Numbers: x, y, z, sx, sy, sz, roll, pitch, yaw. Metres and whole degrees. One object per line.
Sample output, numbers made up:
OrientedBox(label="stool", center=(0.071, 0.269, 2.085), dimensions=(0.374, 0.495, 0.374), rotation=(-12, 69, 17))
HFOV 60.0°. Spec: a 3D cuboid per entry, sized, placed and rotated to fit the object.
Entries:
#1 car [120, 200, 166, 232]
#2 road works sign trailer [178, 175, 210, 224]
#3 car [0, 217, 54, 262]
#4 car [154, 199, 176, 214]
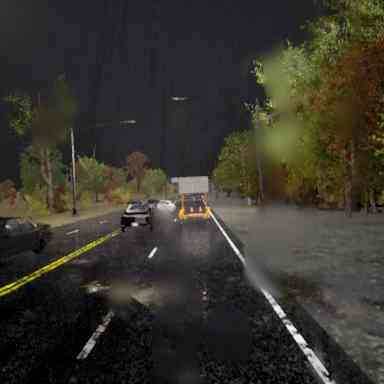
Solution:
OrientedBox(label="car", center=(-2.977, 1.476, 19.932), dimensions=(2.128, 1.511, 4.902), rotation=(0, 0, 0))
OrientedBox(label="road works sign trailer", center=(0.166, 0.511, 25.881), dimensions=(2.380, 3.560, 2.880), rotation=(-3, 0, 1))
OrientedBox(label="car", center=(-6.477, 1.555, 11.026), dimensions=(2.033, 1.411, 5.357), rotation=(0, 0, 1))
OrientedBox(label="car", center=(-2.829, 1.647, 36.547), dimensions=(1.812, 1.442, 4.674), rotation=(-5, 1, 1))
